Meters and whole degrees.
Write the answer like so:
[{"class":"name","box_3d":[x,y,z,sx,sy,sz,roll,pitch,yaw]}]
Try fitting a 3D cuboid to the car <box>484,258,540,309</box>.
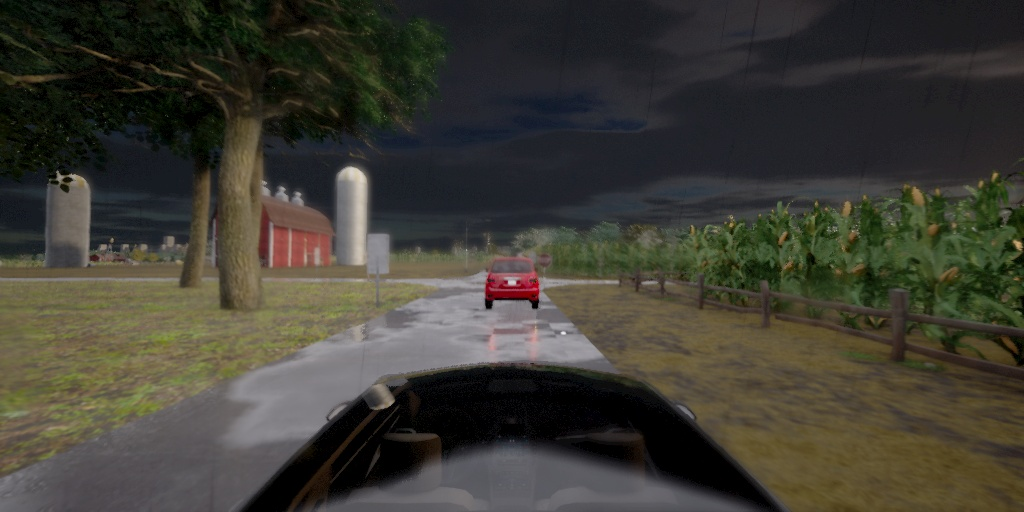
[{"class":"car","box_3d":[0.001,1.095,15.876,2.150,2.045,5.566,0,0,0]}]
